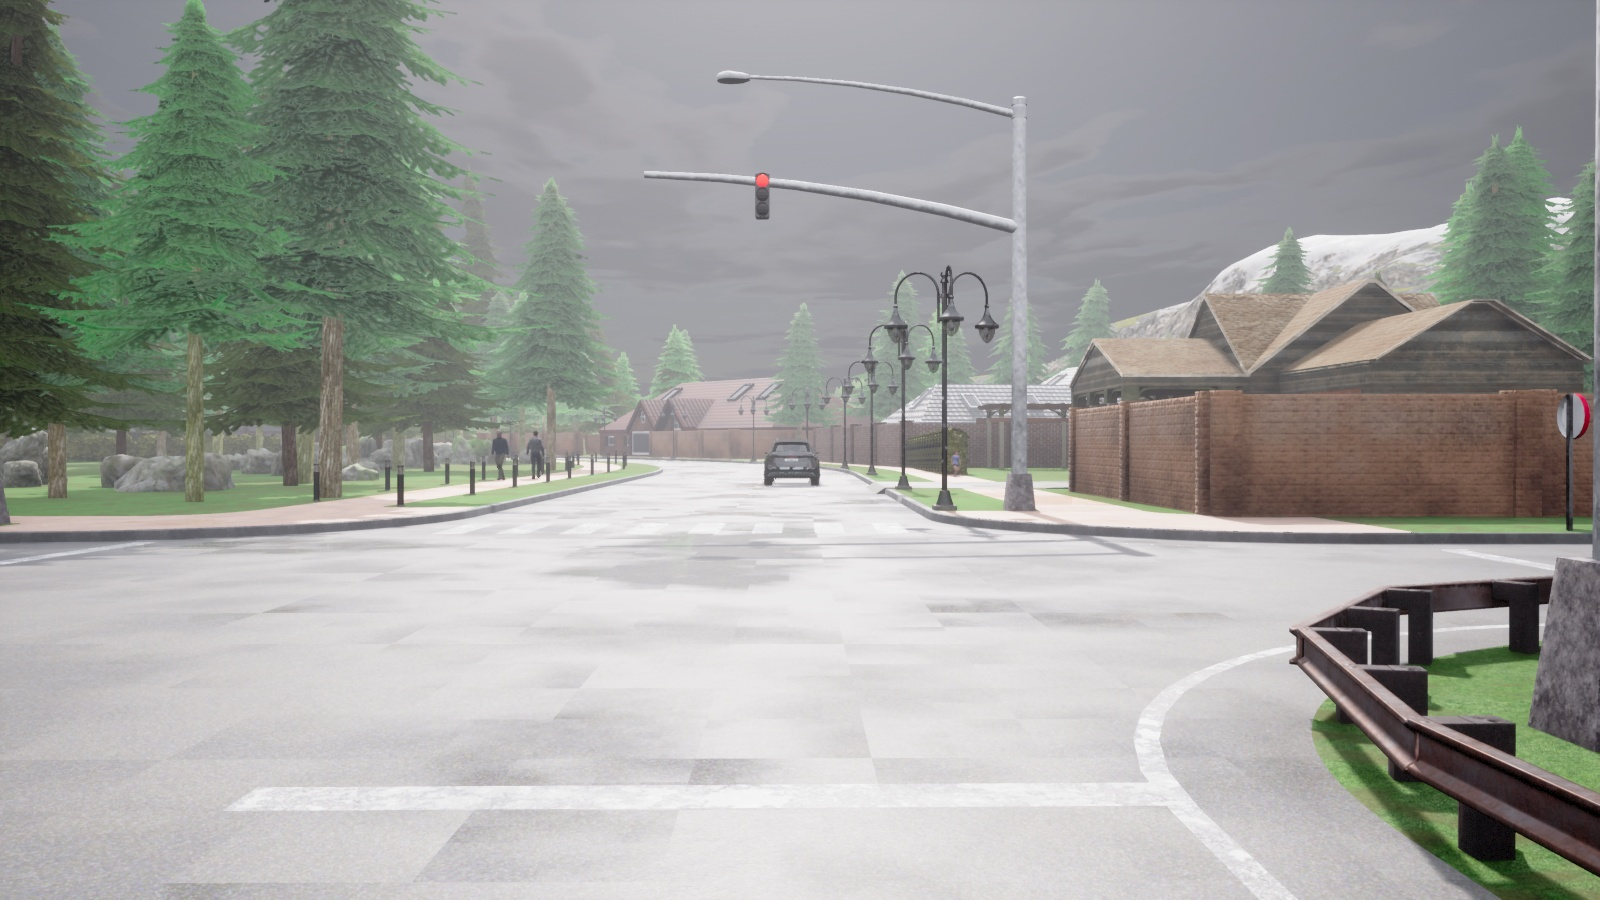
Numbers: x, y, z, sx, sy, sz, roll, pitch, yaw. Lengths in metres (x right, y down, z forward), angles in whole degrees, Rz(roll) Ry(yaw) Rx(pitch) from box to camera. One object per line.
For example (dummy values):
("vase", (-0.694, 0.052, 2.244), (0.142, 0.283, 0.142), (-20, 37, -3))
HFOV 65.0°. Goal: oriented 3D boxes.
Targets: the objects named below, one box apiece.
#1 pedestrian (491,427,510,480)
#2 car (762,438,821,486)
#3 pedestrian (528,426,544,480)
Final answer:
("pedestrian", (-10.490, 0.116, 43.930), (0.402, 1.842, 0.726), (0, 0, 9))
("car", (-0.293, 0.393, 45.059), (2.033, 1.649, 4.856), (0, 0, 0))
("pedestrian", (-9.571, 0.107, 45.584), (0.423, 1.949, 0.788), (0, 0, -1))
